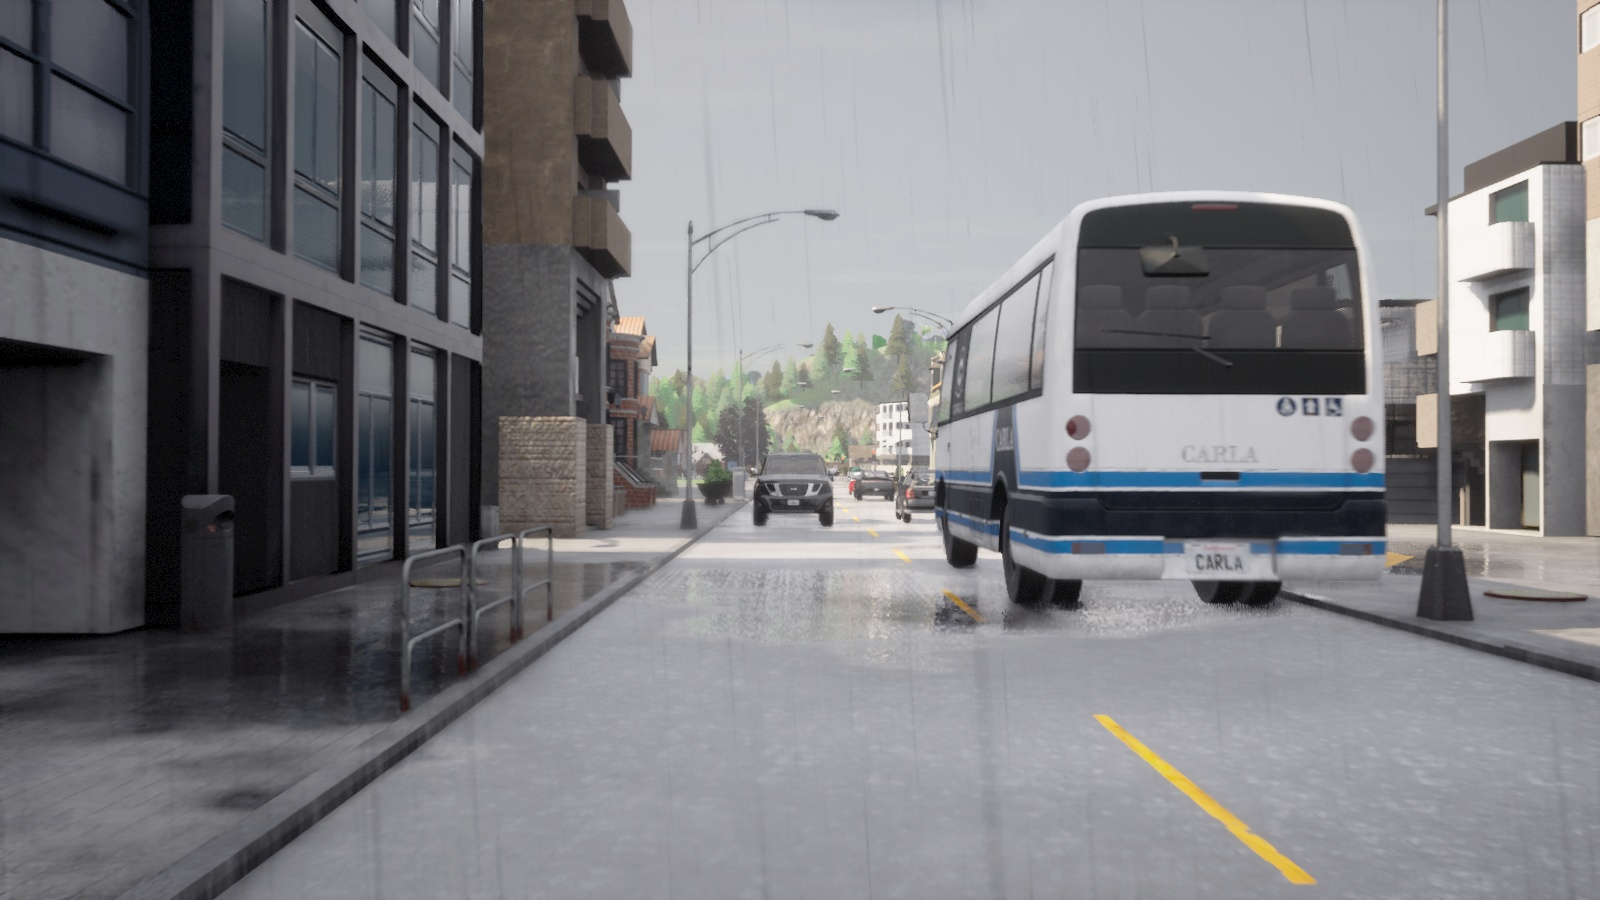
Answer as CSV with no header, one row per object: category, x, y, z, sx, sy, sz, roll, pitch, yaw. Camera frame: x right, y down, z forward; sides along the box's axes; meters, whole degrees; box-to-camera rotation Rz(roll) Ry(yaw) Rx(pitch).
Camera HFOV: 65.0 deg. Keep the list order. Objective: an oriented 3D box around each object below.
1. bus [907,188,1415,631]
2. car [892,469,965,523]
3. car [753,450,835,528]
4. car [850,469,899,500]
bus,3.911,-0.321,17.243,3.944,4.253,10.273,0,-1,0
car,3.824,1.345,37.871,1.789,1.549,3.705,0,-1,0
car,-0.167,1.070,35.763,2.150,2.045,5.566,0,-1,0
car,3.711,1.705,63.185,2.128,1.511,4.902,0,-1,0
